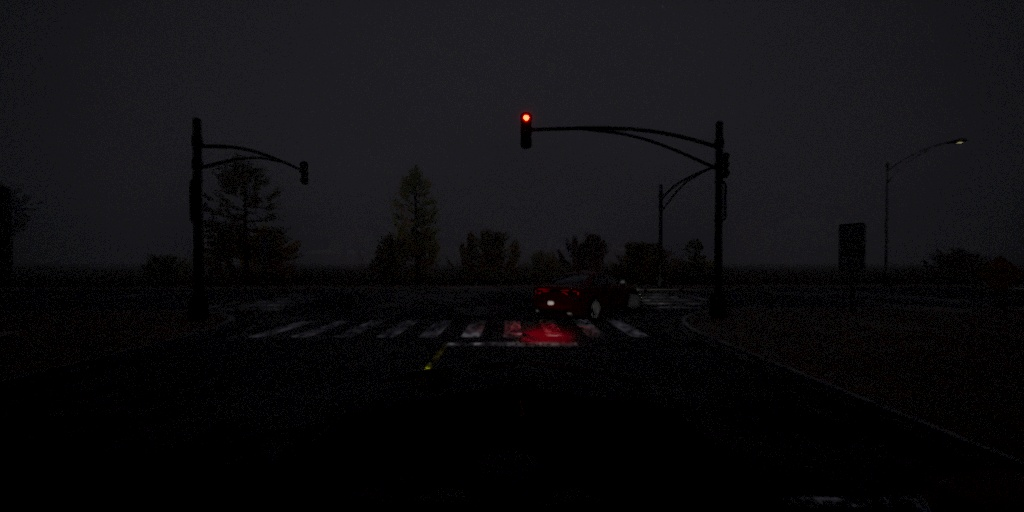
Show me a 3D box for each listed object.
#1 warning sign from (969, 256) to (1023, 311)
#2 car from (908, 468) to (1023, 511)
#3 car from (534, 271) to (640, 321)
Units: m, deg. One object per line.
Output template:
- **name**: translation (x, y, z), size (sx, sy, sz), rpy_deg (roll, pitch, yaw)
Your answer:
- **warning sign**: translation (17.007, 0.915, 12.488), size (1.060, 1.860, 1.300), rpy_deg (0, 0, -1)
- **car**: translation (2.821, 1.329, 0.105), size (1.802, 1.307, 4.207), rpy_deg (0, 0, 0)
- **car**: translation (2.789, 1.265, 12.765), size (1.882, 1.535, 5.008), rpy_deg (-2, -1, 40)
